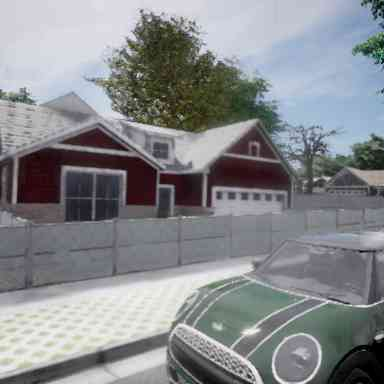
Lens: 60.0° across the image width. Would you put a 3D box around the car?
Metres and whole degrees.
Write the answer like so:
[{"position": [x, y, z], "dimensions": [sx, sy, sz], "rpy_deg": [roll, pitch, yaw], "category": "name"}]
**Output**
[{"position": [1.918, 1.371, 4.438], "dimensions": [4.553, 1.767, 2.097], "rpy_deg": [0, 0, -35], "category": "car"}]
